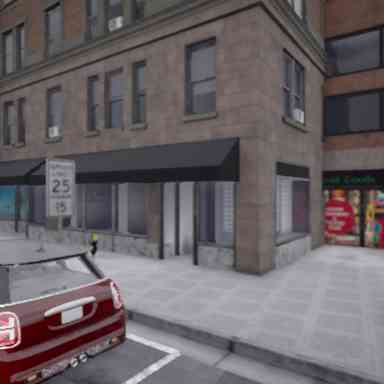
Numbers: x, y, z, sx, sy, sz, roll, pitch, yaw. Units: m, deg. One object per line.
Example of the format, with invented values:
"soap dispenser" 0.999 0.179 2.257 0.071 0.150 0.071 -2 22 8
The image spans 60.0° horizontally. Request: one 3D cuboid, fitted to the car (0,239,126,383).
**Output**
"car" -2.955 1.433 4.956 4.097 1.590 1.967 0 0 36
